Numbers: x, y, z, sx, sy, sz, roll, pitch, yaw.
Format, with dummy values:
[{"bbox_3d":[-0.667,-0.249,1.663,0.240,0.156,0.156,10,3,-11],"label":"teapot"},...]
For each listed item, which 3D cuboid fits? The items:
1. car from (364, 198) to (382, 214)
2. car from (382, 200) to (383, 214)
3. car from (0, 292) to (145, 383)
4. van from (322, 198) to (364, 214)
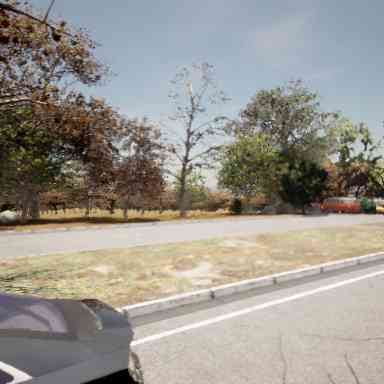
[{"bbox_3d":[21.006,1.796,43.377,2.435,2.045,5.566,2,-1,-35],"label":"car"},{"bbox_3d":[23.375,2.140,44.806,1.946,1.575,5.366,2,-1,-35],"label":"car"},{"bbox_3d":[-2.626,1.492,1.811,4.902,1.511,2.128,0,0,-36],"label":"car"},{"bbox_3d":[18.600,1.732,41.771,1.878,1.987,4.442,2,-1,-35],"label":"van"}]
